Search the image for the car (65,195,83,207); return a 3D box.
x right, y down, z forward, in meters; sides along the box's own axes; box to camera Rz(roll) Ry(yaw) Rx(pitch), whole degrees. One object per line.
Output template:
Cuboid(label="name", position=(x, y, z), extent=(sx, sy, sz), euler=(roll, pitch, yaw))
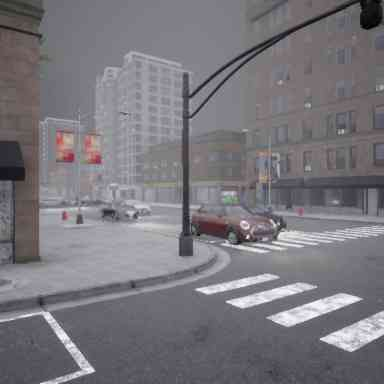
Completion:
Cuboid(label="car", position=(-18.501, 1.416, 49.920), extent=(2.128, 1.511, 4.902), euler=(0, 0, -36))

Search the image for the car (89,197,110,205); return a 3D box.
Cuboid(label="car", position=(-16.184, 1.507, 57.994), extent=(1.895, 1.301, 4.718), euler=(0, 0, -36))

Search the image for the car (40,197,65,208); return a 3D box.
Cuboid(label="car", position=(-19.425, 1.532, 45.604), extent=(1.895, 1.301, 4.718), euler=(0, 0, -35))

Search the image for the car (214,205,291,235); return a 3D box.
Cuboid(label="car", position=(3.431, 1.542, 19.582), extent=(1.994, 1.385, 4.181), euler=(0, 0, -39))

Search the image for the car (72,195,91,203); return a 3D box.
Cuboid(label="car", position=(-22.086, 1.436, 66.170), extent=(2.033, 1.411, 5.357), euler=(0, 0, -36))

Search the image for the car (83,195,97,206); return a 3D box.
Cuboid(label="car", position=(-16.077, 1.270, 52.297), extent=(2.097, 1.767, 4.553), euler=(0, 0, -36))

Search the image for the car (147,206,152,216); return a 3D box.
Cuboid(label="car", position=(-5.647, 1.481, 31.981), extent=(1.812, 1.442, 4.674), euler=(0, 0, -36))

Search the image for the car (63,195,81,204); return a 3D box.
Cuboid(label="car", position=(-21.750, 1.407, 60.159), extent=(1.837, 1.490, 4.892), euler=(0, 0, -36))

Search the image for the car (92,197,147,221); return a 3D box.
Cuboid(label="car", position=(-5.963, 1.458, 26.842), extent=(2.128, 1.511, 4.902), euler=(0, 0, -36))

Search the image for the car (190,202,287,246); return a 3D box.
Cuboid(label="car", position=(1.826, 1.339, 15.502), extent=(2.097, 1.767, 4.553), euler=(0, 0, -32))
